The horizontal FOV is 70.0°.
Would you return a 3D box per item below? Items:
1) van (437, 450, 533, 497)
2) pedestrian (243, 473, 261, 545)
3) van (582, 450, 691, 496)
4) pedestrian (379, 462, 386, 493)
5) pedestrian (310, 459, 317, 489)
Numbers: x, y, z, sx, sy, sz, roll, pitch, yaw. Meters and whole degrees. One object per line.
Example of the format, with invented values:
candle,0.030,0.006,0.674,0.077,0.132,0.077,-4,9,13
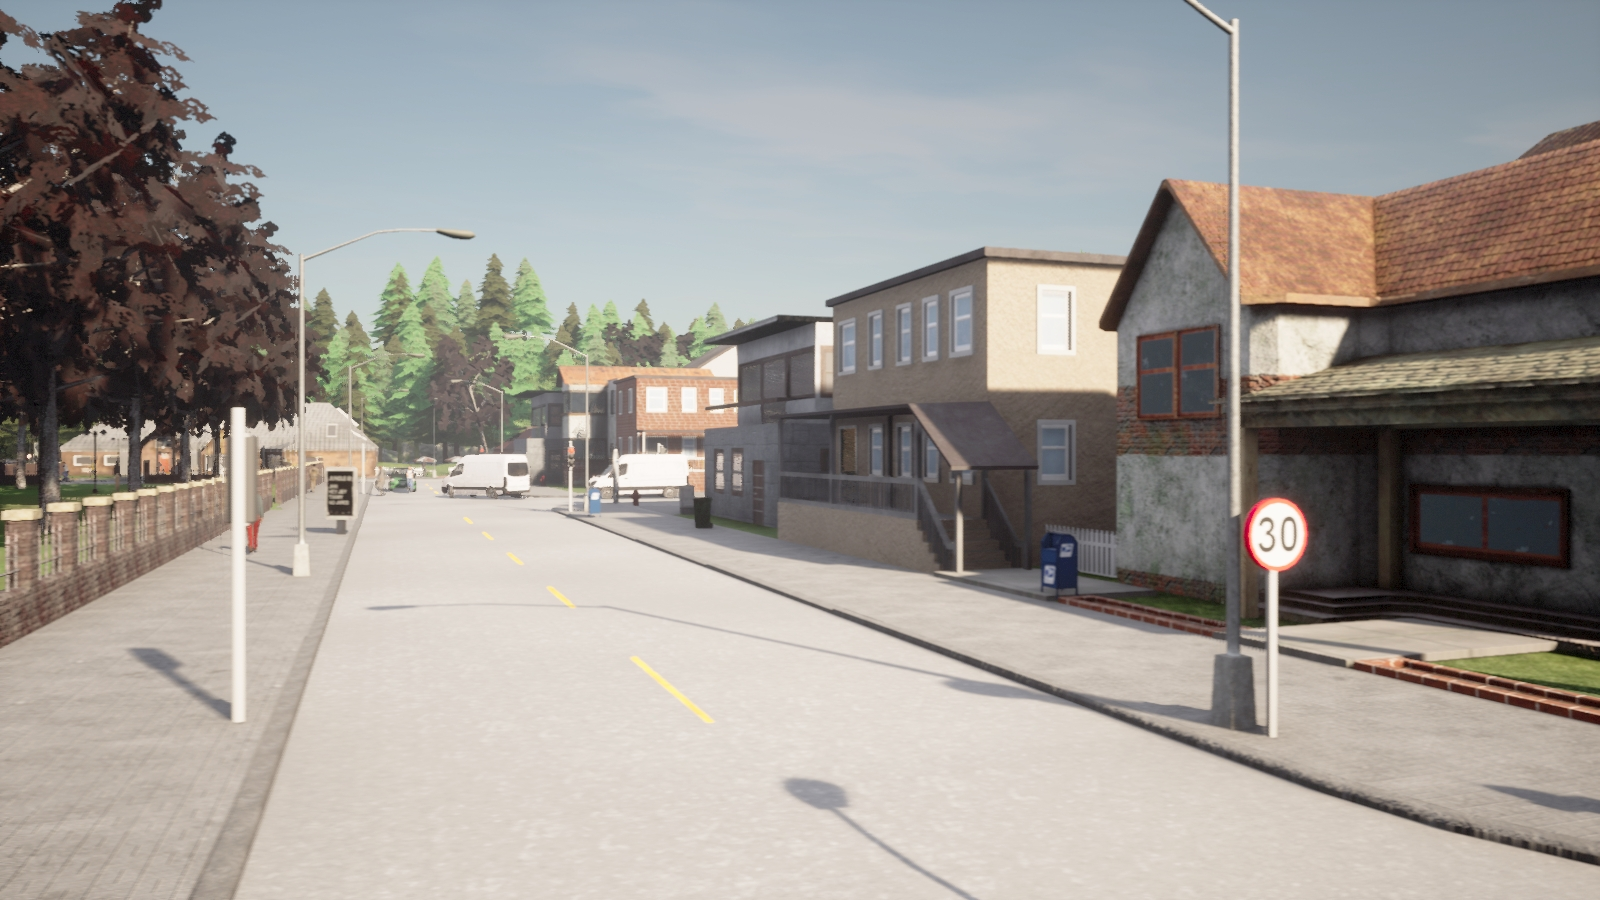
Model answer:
van,-18.349,1.315,66.462,5.915,2.561,1.988,0,1,34
pedestrian,-14.269,1.525,29.751,0.375,1.860,0.375,0,0,-18
van,-9.446,1.314,66.010,5.915,2.561,1.988,0,0,-20
pedestrian,-25.011,1.629,68.504,0.375,1.860,0.375,0,0,-14
pedestrian,-30.513,1.525,71.634,0.375,1.860,0.375,0,0,-20
